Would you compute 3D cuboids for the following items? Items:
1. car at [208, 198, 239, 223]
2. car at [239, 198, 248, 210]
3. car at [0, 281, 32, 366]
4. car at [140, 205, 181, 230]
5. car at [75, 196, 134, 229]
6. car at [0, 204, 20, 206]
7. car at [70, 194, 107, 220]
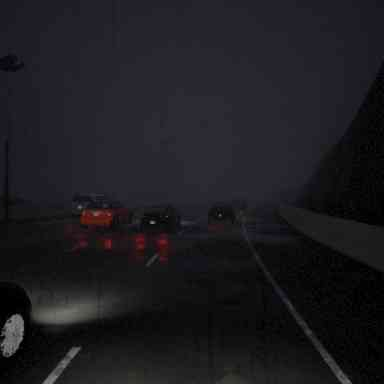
[{"bbox_3d":[2.350,1.461,25.413,1.882,1.535,5.008,0,0,9],"label":"car"},{"bbox_3d":[5.969,1.469,41.924,2.128,1.511,4.902,0,0,15],"label":"car"},{"bbox_3d":[-3.281,1.497,2.912,1.837,1.490,4.892,0,0,1],"label":"car"},{"bbox_3d":[-1.895,1.506,20.753,1.812,1.442,4.674,0,0,7],"label":"car"},{"bbox_3d":[-5.304,1.326,21.459,2.097,1.767,4.553,0,0,7],"label":"car"},{"bbox_3d":[-18.035,1.300,31.837,2.097,1.767,4.553,0,0,10],"label":"car"},{"bbox_3d":[-7.954,1.186,27.584,2.150,2.045,5.566,0,0,9],"label":"car"}]
